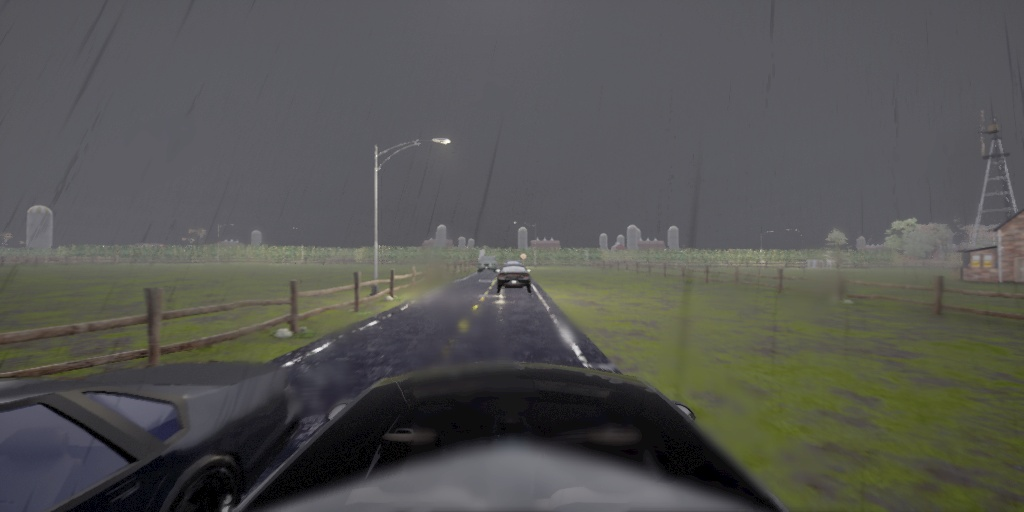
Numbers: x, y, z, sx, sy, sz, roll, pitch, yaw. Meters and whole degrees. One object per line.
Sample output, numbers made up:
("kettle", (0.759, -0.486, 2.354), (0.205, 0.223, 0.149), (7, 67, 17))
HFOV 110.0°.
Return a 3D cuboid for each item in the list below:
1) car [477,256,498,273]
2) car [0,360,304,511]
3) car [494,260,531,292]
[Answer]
("car", (-2.840, 0.961, 42.762), (2.150, 2.045, 5.566), (0, 0, 0))
("car", (-2.849, 1.297, 0.953), (2.033, 1.411, 5.357), (0, 0, 0))
("car", (0.101, 1.227, 21.466), (1.882, 1.535, 5.008), (0, 0, 0))
